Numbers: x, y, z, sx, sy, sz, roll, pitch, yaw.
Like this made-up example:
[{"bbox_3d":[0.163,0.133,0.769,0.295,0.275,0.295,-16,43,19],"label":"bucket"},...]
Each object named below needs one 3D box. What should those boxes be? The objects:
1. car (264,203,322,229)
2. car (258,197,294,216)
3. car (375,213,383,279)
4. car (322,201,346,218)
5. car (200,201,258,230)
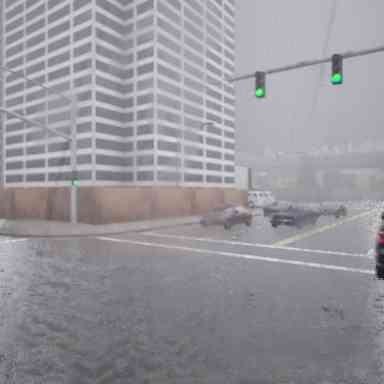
[{"bbox_3d":[6.747,1.604,21.842,1.895,1.301,4.718,0,0,35],"label":"car"},{"bbox_3d":[8.015,1.482,29.701,1.882,1.535,5.008,0,0,36],"label":"car"},{"bbox_3d":[6.599,1.227,9.315,2.150,2.045,5.566,0,0,35],"label":"car"},{"bbox_3d":[12.733,1.529,30.295,1.812,1.442,4.674,0,0,35],"label":"car"},{"bbox_3d":[2.349,1.530,21.645,1.812,1.442,4.674,0,0,34],"label":"car"}]
